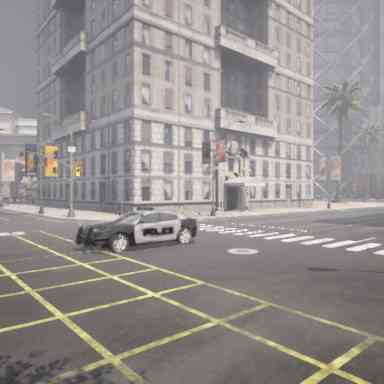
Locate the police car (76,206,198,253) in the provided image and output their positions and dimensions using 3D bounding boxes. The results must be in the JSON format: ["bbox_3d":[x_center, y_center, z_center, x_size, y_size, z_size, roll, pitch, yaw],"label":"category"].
[{"bbox_3d":[-2.079,1.427,13.792,5.238,1.638,1.930,0,0,-40],"label":"police car"}]
